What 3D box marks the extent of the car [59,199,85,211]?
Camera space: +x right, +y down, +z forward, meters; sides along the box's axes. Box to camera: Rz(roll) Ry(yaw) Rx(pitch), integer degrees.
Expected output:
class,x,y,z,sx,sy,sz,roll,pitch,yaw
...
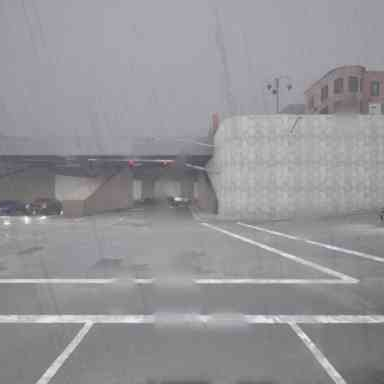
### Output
class,x,y,z,sx,sy,sz,roll,pitch,yaw
car,-15.077,1.564,41.992,1.994,1.385,4.181,0,0,-2

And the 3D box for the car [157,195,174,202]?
class,x,y,z,sx,sy,sz,roll,pitch,yaw
car,-5.945,1.500,75.392,1.837,1.490,4.892,0,0,24

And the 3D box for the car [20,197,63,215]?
class,x,y,z,sx,sy,sz,roll,pitch,yaw
car,-14.844,1.352,33.386,2.097,1.767,4.553,0,0,-2

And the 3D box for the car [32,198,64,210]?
class,x,y,z,sx,sy,sz,roll,pitch,yaw
car,-18.613,1.547,43.286,2.033,1.411,5.357,0,0,-2

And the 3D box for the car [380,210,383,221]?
class,x,y,z,sx,sy,sz,roll,pitch,yaw
car,12.789,0.873,18.181,4.674,1.442,1.812,-7,0,-1

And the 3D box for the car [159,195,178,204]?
class,x,y,z,sx,sy,sz,roll,pitch,yaw
car,-4.573,1.491,65.123,2.128,1.511,4.902,0,0,4

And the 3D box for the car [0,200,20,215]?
class,x,y,z,sx,sy,sz,roll,pitch,yaw
car,-18.356,1.526,33.706,1.812,1.442,4.674,0,0,-2

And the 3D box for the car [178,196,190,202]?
class,x,y,z,sx,sy,sz,roll,pitch,yaw
car,-2.265,1.524,75.136,1.812,1.442,4.674,0,0,28

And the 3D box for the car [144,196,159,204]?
class,x,y,z,sx,sy,sz,roll,pitch,yaw
car,-8.093,1.547,64.960,2.033,1.411,5.357,0,0,4
